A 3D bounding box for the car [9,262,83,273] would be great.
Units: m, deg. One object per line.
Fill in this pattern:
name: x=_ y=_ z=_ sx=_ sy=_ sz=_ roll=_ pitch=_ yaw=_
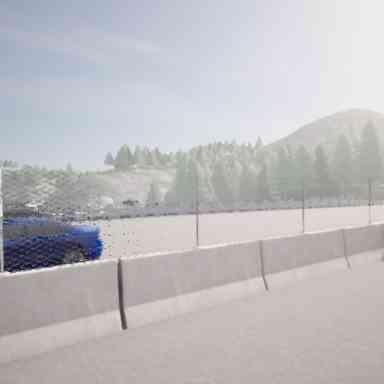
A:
car: x=-4.979 y=1.462 z=9.041 sx=5.008 sy=1.535 sz=1.882 roll=-1 pitch=1 yaw=-35
